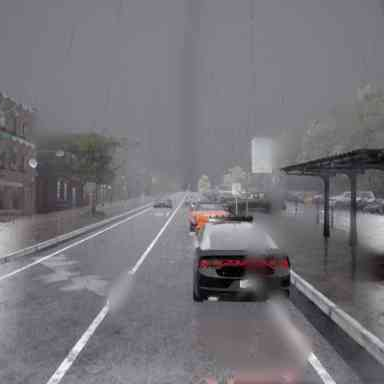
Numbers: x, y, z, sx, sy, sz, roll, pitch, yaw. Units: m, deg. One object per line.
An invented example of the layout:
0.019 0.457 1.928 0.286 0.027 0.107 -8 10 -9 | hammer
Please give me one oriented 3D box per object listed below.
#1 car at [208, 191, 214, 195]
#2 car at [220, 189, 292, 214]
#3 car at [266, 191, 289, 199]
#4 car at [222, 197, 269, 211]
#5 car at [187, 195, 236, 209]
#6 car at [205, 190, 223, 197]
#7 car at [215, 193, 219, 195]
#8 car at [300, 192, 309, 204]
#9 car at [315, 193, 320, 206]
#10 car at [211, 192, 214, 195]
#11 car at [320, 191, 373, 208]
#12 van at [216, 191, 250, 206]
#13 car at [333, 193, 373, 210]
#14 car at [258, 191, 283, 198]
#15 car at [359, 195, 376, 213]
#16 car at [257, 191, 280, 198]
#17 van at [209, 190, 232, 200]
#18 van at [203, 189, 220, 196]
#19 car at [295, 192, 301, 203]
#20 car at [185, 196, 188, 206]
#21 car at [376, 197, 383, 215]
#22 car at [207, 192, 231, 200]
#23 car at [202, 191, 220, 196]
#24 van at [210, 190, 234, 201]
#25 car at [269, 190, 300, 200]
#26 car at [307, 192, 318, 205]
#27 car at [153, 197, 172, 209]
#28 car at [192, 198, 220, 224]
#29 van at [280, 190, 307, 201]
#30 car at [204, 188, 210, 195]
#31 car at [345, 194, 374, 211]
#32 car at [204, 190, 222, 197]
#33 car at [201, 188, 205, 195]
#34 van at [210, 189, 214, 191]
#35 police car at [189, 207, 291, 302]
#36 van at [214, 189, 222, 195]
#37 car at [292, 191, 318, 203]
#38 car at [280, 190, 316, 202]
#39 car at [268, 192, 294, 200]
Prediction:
5.597 1.016 55.274 4.892 1.521 2.231 0 1 0 | car
5.647 1.030 30.036 5.566 2.045 2.435 0 1 0 | car
18.643 0.605 72.590 4.553 1.767 2.185 0 1 0 | car
5.659 1.270 35.646 4.674 1.452 2.002 0 1 0 | car
0.938 1.253 18.285 2.097 1.767 4.553 0 1 0 | car
5.465 0.423 83.303 4.553 1.767 2.185 0 1 0 | car
5.633 1.180 41.252 5.008 1.535 2.097 0 1 0 | car
18.881 1.113 47.609 5.366 1.575 1.946 0 1 0 | car
18.709 1.174 42.054 4.892 1.521 2.231 0 1 0 | car
5.639 1.122 49.664 4.792 1.488 2.163 0 1 0 | car
18.696 0.947 39.277 5.566 2.045 2.435 0 1 0 | car
5.736 0.897 46.858 4.442 1.987 1.878 0 1 0 | van
18.739 1.223 36.504 5.008 1.535 2.097 0 1 0 | car
18.408 0.634 78.141 5.366 1.575 1.946 0 1 0 | car
18.759 1.275 30.953 4.892 1.521 2.231 0 1 0 | car
18.590 0.591 80.918 4.892 1.521 2.231 0 1 0 | car
5.670 0.607 66.485 4.442 1.987 1.878 0 1 0 | van
5.351 0.181 91.710 4.442 1.987 1.878 0 1 0 | van
18.657 1.115 50.381 4.792 1.488 2.163 0 1 0 | car
-0.058 1.211 46.840 1.895 1.301 4.718 0 1 1 | car
18.791 1.328 28.178 4.792 1.488 2.163 0 1 0 | car
5.537 0.786 69.291 4.892 1.521 2.231 0 1 0 | car
5.453 0.359 94.517 5.008 1.535 2.097 0 1 0 | car
5.679 0.654 63.682 4.442 1.987 1.878 0 1 0 | van
18.660 0.573 67.036 5.566 2.045 2.435 0 1 0 | car
18.700 1.146 44.832 5.008 1.535 2.097 0 1 0 | car
-3.327 1.269 38.678 1.994 1.385 4.181 0 1 0 | car
0.926 1.302 24.514 1.801 1.575 5.366 0 1 0 | car
18.766 0.692 61.487 4.442 1.987 1.878 0 1 0 | van
5.544 0.676 60.877 5.566 2.045 2.435 0 1 0 | car
18.748 1.248 33.728 5.008 1.535 2.097 0 1 0 | car
5.456 0.376 86.106 4.553 1.767 2.185 0 1 0 | car
5.487 0.392 77.695 5.566 2.045 2.435 0 1 0 | car
5.698 0.748 58.078 4.442 1.987 1.878 0 1 0 | van
0.958 1.400 8.416 1.930 1.638 5.238 0 0 0 | police car
5.512 0.927 44.056 4.442 1.987 1.878 0 1 0 | van
18.706 1.076 53.164 4.792 1.488 2.163 0 1 0 | car
18.687 0.714 58.711 5.566 2.045 2.435 0 1 0 | car
18.593 0.807 69.816 4.792 1.488 2.163 0 1 0 | car
